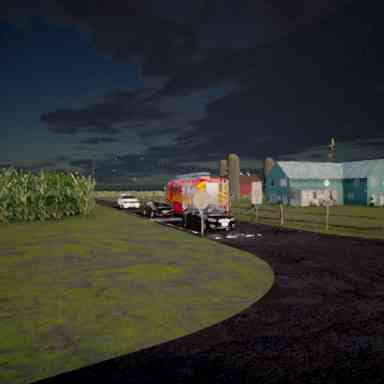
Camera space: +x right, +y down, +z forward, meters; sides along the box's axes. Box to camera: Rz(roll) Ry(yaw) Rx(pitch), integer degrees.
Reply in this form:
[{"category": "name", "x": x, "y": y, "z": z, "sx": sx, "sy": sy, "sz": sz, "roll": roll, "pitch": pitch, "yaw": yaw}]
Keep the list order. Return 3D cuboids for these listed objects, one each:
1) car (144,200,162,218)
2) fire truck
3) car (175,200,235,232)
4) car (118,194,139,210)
[{"category": "car", "x": -3.193, "y": 1.565, "z": 31.004, "sx": 1.837, "sy": 1.490, "sz": 4.892, "roll": -1, "pitch": 0, "yaw": -21}, {"category": "fire truck", "x": 0.140, "y": 0.369, "z": 30.309, "sx": 2.891, "sy": 3.827, "sz": 8.468, "roll": -1, "pitch": 0, "yaw": -21}, {"category": "car", "x": 0.905, "y": 1.527, "z": 20.579, "sx": 2.128, "sy": 1.511, "sz": 4.902, "roll": -1, "pitch": 0, "yaw": -22}, {"category": "car", "x": -8.657, "y": 1.328, "z": 44.991, "sx": 2.150, "sy": 2.045, "sz": 5.566, "roll": -1, "pitch": 0, "yaw": -21}]
